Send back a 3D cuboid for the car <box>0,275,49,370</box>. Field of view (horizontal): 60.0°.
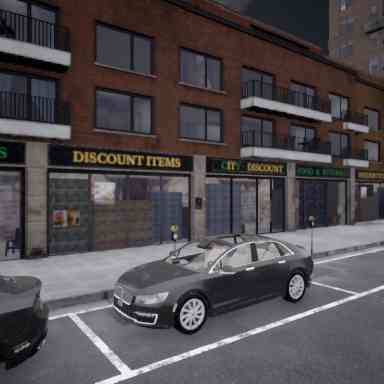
[{"bbox_3d":[-3.873,1.551,3.427,4.403,1.369,2.008,0,0,-35],"label":"car"}]

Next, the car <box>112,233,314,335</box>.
[{"bbox_3d":[0.623,1.551,6.628,4.403,1.369,2.008,0,0,-35],"label":"car"}]
